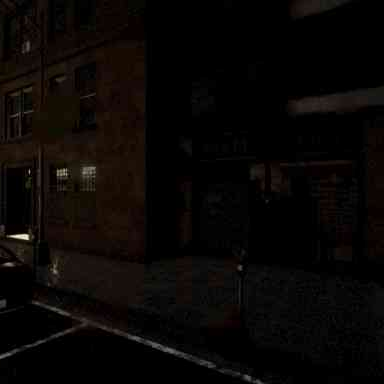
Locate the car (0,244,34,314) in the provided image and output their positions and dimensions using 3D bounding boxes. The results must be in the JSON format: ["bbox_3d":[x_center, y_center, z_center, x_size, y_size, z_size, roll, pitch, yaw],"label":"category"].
[{"bbox_3d":[-4.827,1.550,6.510,4.403,1.369,2.008,0,0,35],"label":"car"}]
